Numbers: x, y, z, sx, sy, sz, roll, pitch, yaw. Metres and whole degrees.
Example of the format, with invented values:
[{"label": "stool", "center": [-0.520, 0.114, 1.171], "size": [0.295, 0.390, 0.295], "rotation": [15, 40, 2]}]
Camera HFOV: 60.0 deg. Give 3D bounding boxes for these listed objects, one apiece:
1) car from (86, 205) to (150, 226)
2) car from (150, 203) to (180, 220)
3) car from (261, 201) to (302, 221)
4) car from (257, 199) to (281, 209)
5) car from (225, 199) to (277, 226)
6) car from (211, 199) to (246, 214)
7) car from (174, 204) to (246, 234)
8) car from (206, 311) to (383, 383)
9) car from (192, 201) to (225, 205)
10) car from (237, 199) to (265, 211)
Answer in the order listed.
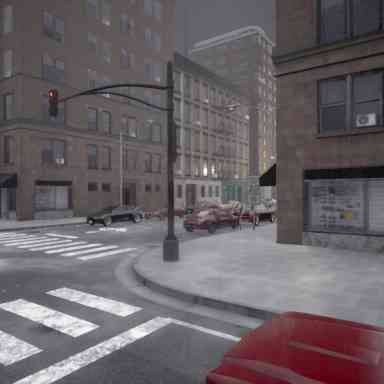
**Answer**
[{"label": "car", "center": [-5.380, 1.590, 23.560], "size": [1.947, 1.339, 4.313], "rotation": [0, 0, 36]}, {"label": "car", "center": [-2.170, 1.604, 28.049], "size": [1.802, 1.307, 4.206], "rotation": [0, 0, 36]}, {"label": "car", "center": [7.668, 1.495, 28.010], "size": [1.752, 1.417, 4.829], "rotation": [0, 0, 36]}, {"label": "car", "center": [10.669, 1.601, 46.004], "size": [1.802, 1.307, 4.206], "rotation": [0, 0, 36]}, {"label": "car", "center": [4.359, 1.412, 23.383], "size": [1.967, 1.590, 4.097], "rotation": [0, 0, 36]}, {"label": "car", "center": [4.150, 1.544, 36.888], "size": [1.752, 1.417, 4.829], "rotation": [0, 0, 36]}, {"label": "car", "center": [1.149, 1.555, 18.893], "size": [1.802, 1.307, 4.206], "rotation": [0, 0, 36]}, {"label": "car", "center": [2.351, 1.601, 2.013], "size": [4.718, 1.301, 1.895], "rotation": [0, 0, 36]}, {"label": "car", "center": [1.040, 1.565, 32.537], "size": [1.887, 1.381, 4.507], "rotation": [0, 0, 36]}, {"label": "car", "center": [7.459, 1.600, 41.515], "size": [1.802, 1.307, 4.206], "rotation": [0, 0, 36]}]
